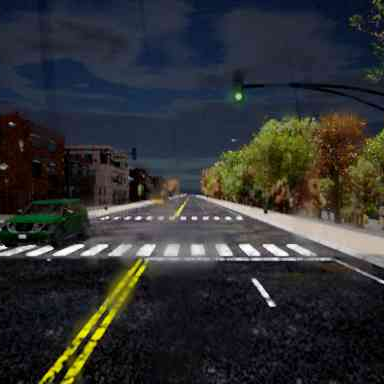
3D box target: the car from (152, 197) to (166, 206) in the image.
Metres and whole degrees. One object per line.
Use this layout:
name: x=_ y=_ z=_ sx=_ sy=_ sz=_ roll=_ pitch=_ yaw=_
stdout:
car: x=-6.592 y=1.883 z=64.312 sx=1.882 sy=1.535 sz=5.008 roll=0 pitch=1 yaw=0

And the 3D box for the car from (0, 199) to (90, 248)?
car: x=-6.494 y=1.366 z=15.504 sx=2.150 sy=2.045 sz=5.566 roll=0 pitch=0 yaw=0

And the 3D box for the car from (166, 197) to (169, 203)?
car: x=-6.641 y=1.984 z=82.229 sx=1.837 sy=1.490 sz=4.892 roll=0 pitch=0 yaw=0
